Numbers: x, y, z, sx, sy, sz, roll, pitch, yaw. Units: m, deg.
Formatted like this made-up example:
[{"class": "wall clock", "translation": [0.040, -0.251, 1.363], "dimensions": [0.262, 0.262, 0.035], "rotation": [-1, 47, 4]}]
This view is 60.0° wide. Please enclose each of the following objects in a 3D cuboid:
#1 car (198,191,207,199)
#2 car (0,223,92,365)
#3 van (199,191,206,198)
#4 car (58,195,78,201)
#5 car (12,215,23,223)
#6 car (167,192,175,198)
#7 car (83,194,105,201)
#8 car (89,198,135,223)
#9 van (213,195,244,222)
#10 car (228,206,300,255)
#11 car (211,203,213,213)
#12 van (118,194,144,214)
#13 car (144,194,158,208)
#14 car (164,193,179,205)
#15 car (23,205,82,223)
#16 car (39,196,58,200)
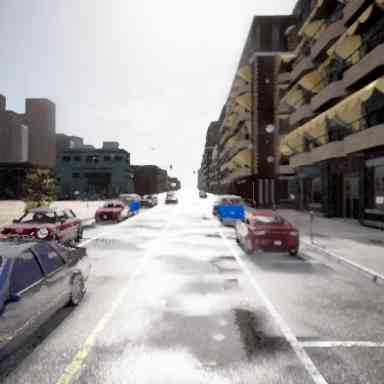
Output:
[{"class": "car", "translation": [2.689, 0.894, 79.045], "dimensions": [2.008, 1.369, 4.403], "rotation": [1, 1, 0]}, {"class": "car", "translation": [-3.101, 1.509, 5.076], "dimensions": [2.033, 1.411, 5.357], "rotation": [0, 0, 0]}, {"class": "van", "translation": [2.691, 0.632, 84.622], "dimensions": [1.690, 1.788, 3.998], "rotation": [1, 1, 0]}, {"class": "car", "translation": [-25.210, 1.195, 66.912], "dimensions": [4.313, 1.339, 1.947], "rotation": [0, 0, 1]}, {"class": "car", "translation": [-5.652, 1.387, 7.005], "dimensions": [1.967, 1.590, 4.097], "rotation": [1, 0, 0]}, {"class": "car", "translation": [-5.693, 0.784, 90.168], "dimensions": [1.887, 1.381, 4.507], "rotation": [1, 1, 0]}, {"class": "car", "translation": [-19.728, 1.155, 66.837], "dimensions": [4.403, 1.369, 2.008], "rotation": [0, 0, 1]}, {"class": "car", "translation": [-5.650, 1.361, 23.942], "dimensions": [1.887, 1.381, 4.507], "rotation": [1, 0, 0]}, {"class": "van", "translation": [2.700, 1.158, 23.975], "dimensions": [1.690, 1.788, 3.998], "rotation": [1, 0, 0]}, {"class": "car", "translation": [2.699, 1.449, 12.686], "dimensions": [1.887, 1.381, 4.507], "rotation": [1, 0, 0]}, {"class": "car", "translation": [2.696, 1.337, 29.623], "dimensions": [1.947, 1.339, 4.313], "rotation": [1, 0, 0]}, {"class": "van", "translation": [-5.648, 1.112, 29.586], "dimensions": [1.690, 1.788, 3.998], "rotation": [1, 0, 0]}, {"class": "car", "translation": [-5.651, 1.118, 40.879], "dimensions": [1.967, 1.590, 4.097], "rotation": [1, 0, 0]}, {"class": "car", "translation": [-3.008, 1.195, 50.034], "dimensions": [1.994, 1.385, 4.181], "rotation": [0, 0, 0]}, {"class": "car", "translation": [-5.647, 1.345, 12.651], "dimensions": [1.967, 1.590, 4.097], "rotation": [1, 0, 0]}, {"class": "car", "translation": [-26.386, 1.021, 58.288], "dimensions": [4.097, 1.590, 1.967], "rotation": [0, 0, 1]}]
